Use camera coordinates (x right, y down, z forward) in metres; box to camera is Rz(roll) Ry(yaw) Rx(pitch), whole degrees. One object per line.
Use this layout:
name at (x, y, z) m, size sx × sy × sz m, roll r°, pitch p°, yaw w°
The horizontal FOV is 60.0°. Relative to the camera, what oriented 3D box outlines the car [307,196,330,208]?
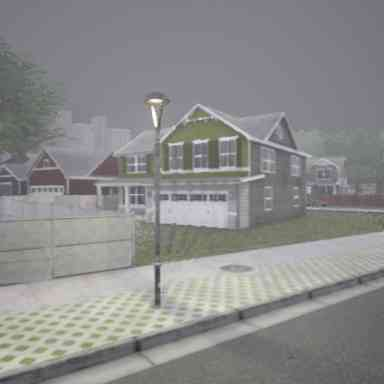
car at (13.907, 1.203, 40.568) m, size 5.357 × 1.411 × 2.033 m, roll 1°, pitch 1°, yaw 34°
